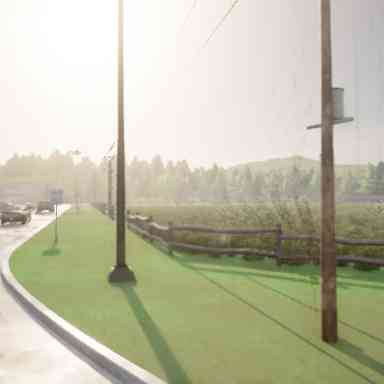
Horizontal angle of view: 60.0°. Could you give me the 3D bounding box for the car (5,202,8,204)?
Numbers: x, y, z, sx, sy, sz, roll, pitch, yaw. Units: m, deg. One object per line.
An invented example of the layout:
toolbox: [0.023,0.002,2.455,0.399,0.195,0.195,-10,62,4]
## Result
car: [-32.759,2.563,58.550,2.097,1.767,4.553,0,-1,-19]

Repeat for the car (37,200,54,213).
car: [-23.629,2.290,53.645,2.150,2.045,5.566,0,-1,-18]

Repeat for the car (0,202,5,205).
car: [-29.623,2.539,49.181,1.812,1.442,4.674,0,-1,-19]

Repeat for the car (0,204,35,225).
car: [-15.596,2.093,29.643,2.128,1.511,4.902,0,-1,-19]

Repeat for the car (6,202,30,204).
car: [-26.283,2.619,50.229,1.895,1.301,4.718,0,-1,-19]
